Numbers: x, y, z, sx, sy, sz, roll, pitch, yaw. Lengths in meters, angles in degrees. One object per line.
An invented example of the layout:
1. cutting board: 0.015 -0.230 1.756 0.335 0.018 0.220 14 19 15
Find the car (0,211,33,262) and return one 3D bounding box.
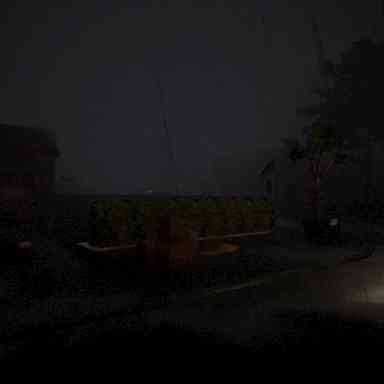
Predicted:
1. car: -6.477 1.356 10.777 2.033 1.415 5.357 0 0 -33
